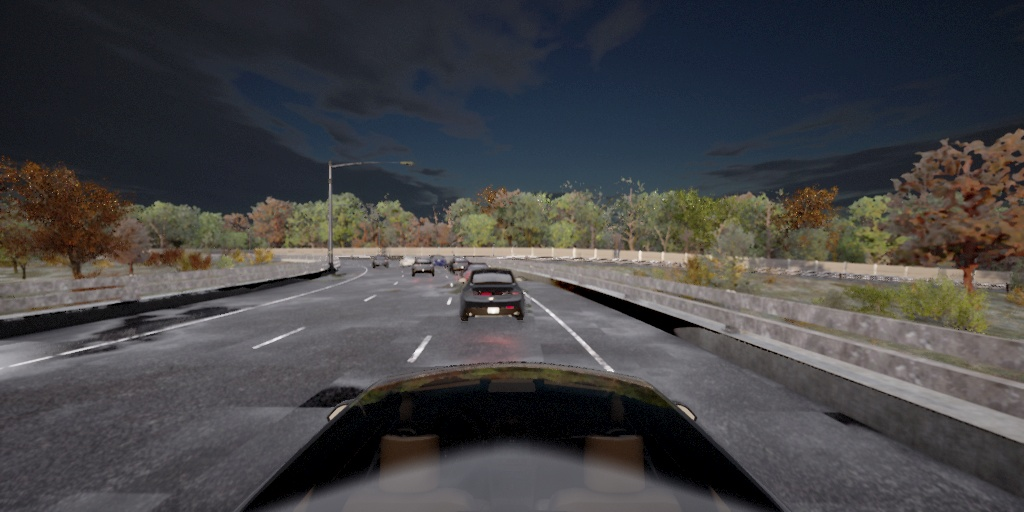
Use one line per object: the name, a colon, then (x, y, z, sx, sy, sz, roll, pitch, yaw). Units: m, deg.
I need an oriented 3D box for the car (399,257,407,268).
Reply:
car: (-13.681, 0.785, 47.293, 1.812, 1.442, 4.674, 0, 1, -24)

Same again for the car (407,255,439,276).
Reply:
car: (-7.883, 0.919, 31.644, 2.128, 1.511, 4.902, 0, 1, -15)

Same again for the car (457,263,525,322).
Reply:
car: (-0.687, 1.145, 11.815, 1.837, 1.490, 4.892, 0, 1, -5)

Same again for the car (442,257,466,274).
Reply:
car: (-5.246, 0.881, 35.035, 2.128, 1.511, 4.902, 0, 1, -17)

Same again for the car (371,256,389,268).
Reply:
car: (-17.036, 0.764, 46.206, 2.128, 1.511, 4.902, 0, 1, -24)

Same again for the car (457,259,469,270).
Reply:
car: (-2.194, 1.090, 22.330, 1.994, 1.385, 4.181, 0, 1, -11)

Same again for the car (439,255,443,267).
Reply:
car: (-10.257, 0.600, 48.126, 2.097, 1.767, 4.553, 0, 1, -24)
